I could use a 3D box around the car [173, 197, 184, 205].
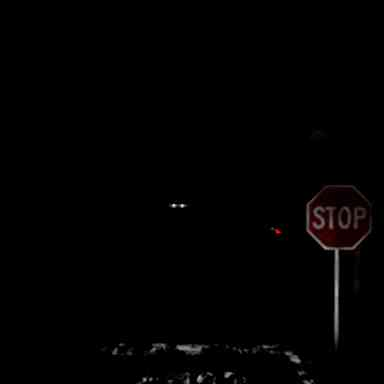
[{"bbox_3d":[-2.602,1.662,65.442,1.882,1.535,5.008,0,0,0],"label":"car"}]

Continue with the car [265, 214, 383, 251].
[{"bbox_3d":[5.775,1.554,13.560,5.357,1.411,2.033,0,0,0],"label":"car"}]
